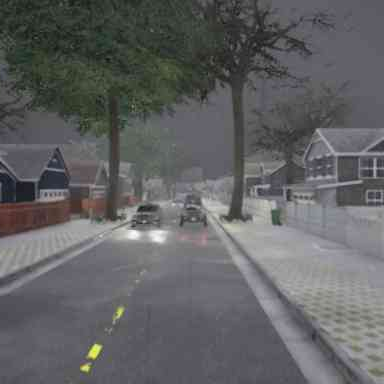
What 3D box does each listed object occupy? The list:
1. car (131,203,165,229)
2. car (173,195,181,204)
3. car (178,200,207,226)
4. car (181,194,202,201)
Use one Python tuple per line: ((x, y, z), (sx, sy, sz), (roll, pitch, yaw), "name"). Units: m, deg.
((-2.836, 1.532, 22.129), (1.837, 1.490, 4.892), (0, 0, 0), "car")
((-2.710, 1.445, 66.004), (2.097, 1.767, 4.553), (0, 0, 0), "car")
((0.107, 1.554, 23.508), (1.812, 1.442, 4.674), (0, 0, 0), "car")
((0.123, 1.266, 42.177), (2.150, 2.045, 5.566), (0, 0, 0), "car")
